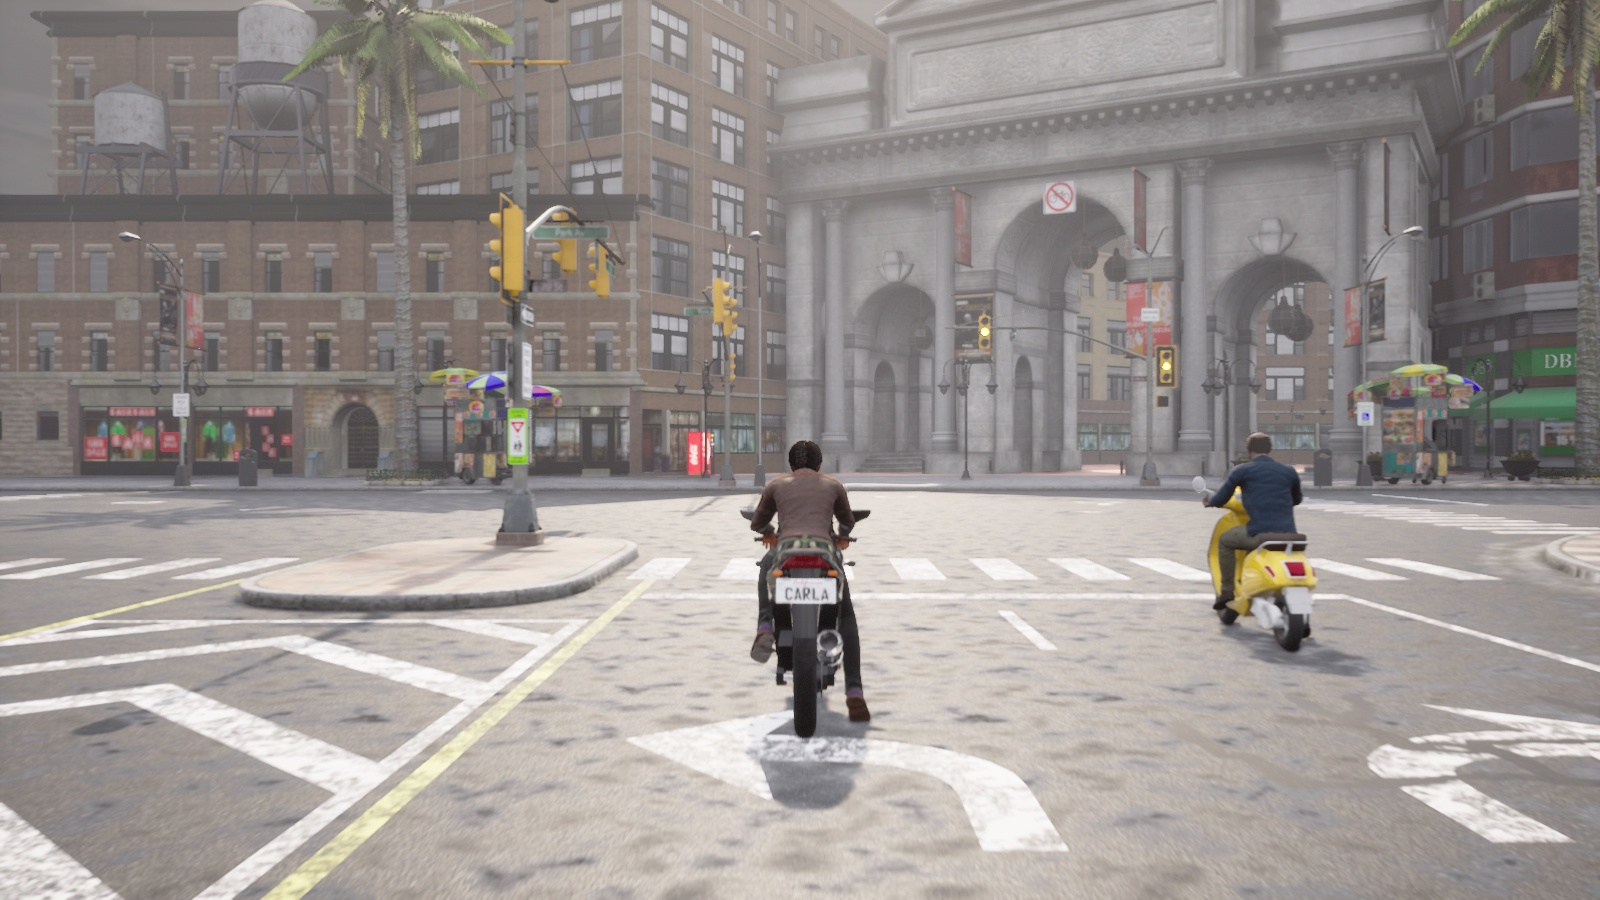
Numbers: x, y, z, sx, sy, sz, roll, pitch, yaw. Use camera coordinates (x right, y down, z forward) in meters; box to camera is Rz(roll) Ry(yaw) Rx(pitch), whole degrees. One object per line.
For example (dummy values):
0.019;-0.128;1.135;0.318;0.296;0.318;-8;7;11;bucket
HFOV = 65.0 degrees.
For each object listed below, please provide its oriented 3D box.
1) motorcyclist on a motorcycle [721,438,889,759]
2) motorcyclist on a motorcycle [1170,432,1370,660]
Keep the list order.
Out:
0.028;0.701;6.991;0.797;1.523;2.044;0;0;0;motorcyclist on a motorcycle
3.544;0.664;9.671;0.866;1.590;1.817;0;0;0;motorcyclist on a motorcycle
